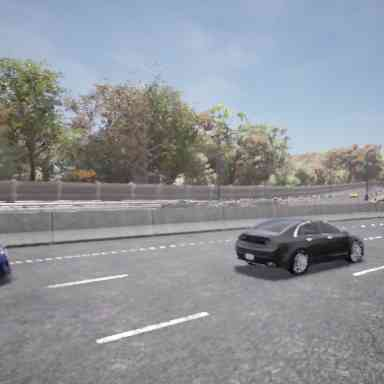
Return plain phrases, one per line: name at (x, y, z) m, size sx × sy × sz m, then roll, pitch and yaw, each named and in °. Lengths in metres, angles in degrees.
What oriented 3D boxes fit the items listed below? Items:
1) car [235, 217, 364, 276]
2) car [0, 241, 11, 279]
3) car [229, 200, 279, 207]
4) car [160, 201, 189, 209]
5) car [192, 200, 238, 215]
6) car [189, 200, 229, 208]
car at (3.567, 1.555, 10.589) m, size 4.892 × 1.490 × 1.837 m, roll 0°, pitch 0°, yaw -36°
car at (-6.706, 1.346, 7.560) m, size 4.553 × 1.767 × 2.097 m, roll 0°, pitch 0°, yaw -36°
car at (5.972, 1.476, 29.675) m, size 4.553 × 1.767 × 2.097 m, roll 0°, pitch 0°, yaw -35°
car at (-1.522, 1.679, 37.246) m, size 4.181 × 1.385 × 1.994 m, roll 1°, pitch 0°, yaw -35°
car at (2.502, 1.635, 35.791) m, size 4.892 × 1.490 × 1.837 m, roll 1°, pitch -1°, yaw -35°
car at (2.618, 1.608, 31.599) m, size 4.902 × 1.511 × 2.128 m, roll 1°, pitch 0°, yaw -35°
